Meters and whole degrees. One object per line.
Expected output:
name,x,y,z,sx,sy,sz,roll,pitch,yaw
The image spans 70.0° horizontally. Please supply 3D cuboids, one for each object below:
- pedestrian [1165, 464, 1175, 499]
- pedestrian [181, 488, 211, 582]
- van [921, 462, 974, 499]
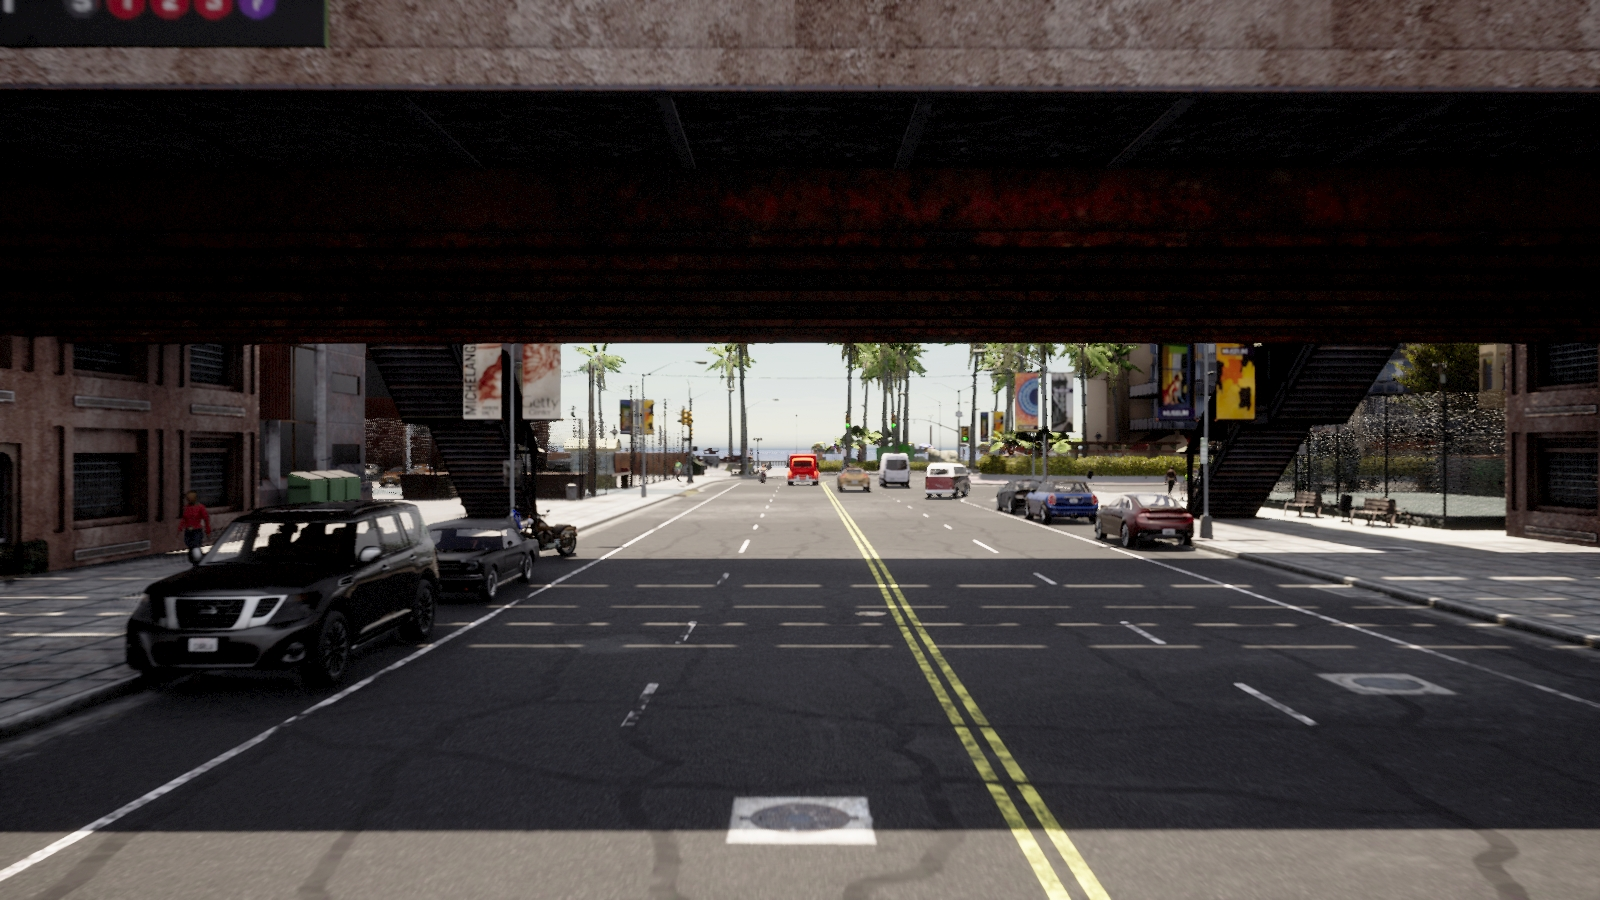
pedestrian,19.824,1.696,61.162,0.375,1.860,0.375,0,0,41
pedestrian,-12.077,1.696,22.851,0.375,1.860,0.375,0,0,4
van,8.670,1.782,66.858,2.069,2.038,4.480,-1,0,21
